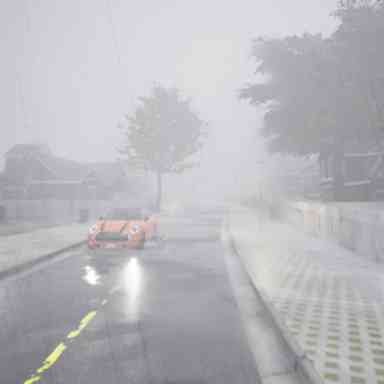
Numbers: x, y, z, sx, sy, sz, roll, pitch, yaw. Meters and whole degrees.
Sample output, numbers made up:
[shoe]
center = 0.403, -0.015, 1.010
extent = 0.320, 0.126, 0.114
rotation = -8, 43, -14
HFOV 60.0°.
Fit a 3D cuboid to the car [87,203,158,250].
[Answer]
[car]
center = -2.847, 1.407, 14.492
extent = 2.097, 1.767, 4.553
rotation = 0, 0, 4
